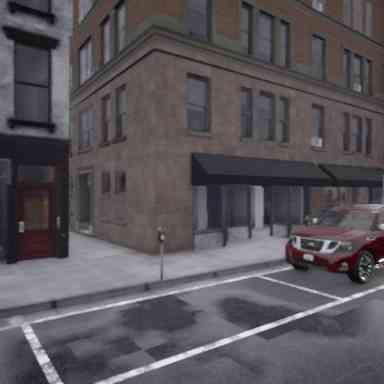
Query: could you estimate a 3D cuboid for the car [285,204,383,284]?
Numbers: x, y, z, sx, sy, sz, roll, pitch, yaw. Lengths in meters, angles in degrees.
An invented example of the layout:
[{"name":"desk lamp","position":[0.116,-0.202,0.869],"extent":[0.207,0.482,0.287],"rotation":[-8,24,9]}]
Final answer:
[{"name":"car","position":[4.946,1.304,9.732],"extent":[5.009,1.841,2.192],"rotation":[0,0,-36]}]
